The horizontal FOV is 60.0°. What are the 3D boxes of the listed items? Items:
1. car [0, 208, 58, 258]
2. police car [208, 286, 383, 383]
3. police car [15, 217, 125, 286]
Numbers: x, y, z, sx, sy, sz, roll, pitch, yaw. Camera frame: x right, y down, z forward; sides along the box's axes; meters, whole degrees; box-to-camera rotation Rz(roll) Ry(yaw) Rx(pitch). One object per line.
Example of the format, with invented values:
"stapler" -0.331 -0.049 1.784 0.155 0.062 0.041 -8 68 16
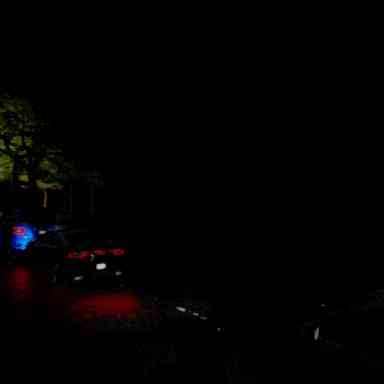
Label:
"car" -7.885 1.792 15.648 2.150 2.045 5.566 4 -3 -40
"police car" 2.247 1.654 3.355 1.930 1.638 5.238 4 -4 -39
"police car" -4.115 1.872 11.076 1.930 1.638 5.238 4 -3 -39
